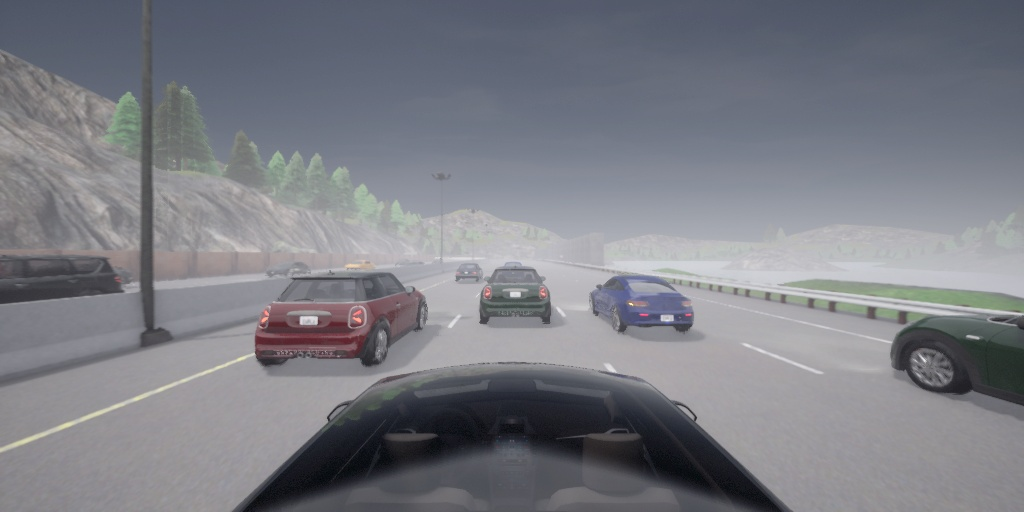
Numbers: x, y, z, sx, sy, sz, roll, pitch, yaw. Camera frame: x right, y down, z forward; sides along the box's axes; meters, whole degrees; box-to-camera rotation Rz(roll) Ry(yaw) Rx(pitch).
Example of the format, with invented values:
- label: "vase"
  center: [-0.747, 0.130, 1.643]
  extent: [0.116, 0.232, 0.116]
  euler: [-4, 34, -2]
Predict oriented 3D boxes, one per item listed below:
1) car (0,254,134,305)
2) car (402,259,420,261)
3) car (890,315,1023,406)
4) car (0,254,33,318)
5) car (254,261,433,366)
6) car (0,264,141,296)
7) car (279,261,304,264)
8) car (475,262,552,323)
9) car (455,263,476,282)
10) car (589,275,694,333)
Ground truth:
- label: "car"
  center: [-14.102, 0.972, 9.648]
  extent: [2.150, 2.045, 5.566]
  euler: [0, 0, 0]
- label: "car"
  center: [-14.082, 1.316, 52.434]
  extent: [1.994, 1.385, 4.181]
  euler: [0, 0, 0]
- label: "car"
  center: [7.099, 1.102, 3.804]
  extent: [2.097, 1.767, 4.553]
  euler: [0, 0, 0]
- label: "car"
  center: [-17.602, 0.972, 9.591]
  extent: [2.150, 2.045, 5.566]
  euler: [0, 0, 0]
- label: "car"
  center: [-3.402, 1.102, 8.126]
  extent: [2.097, 1.767, 4.553]
  euler: [0, 0, 0]
- label: "car"
  center: [-24.602, 1.242, 20.317]
  extent: [2.128, 1.511, 4.902]
  euler: [0, 0, 0]
- label: "car"
  center: [-21.106, 1.258, 34.031]
  extent: [1.837, 1.490, 4.892]
  euler: [0, 0, 0]
- label: "car"
  center: [0.097, 1.103, 12.200]
  extent: [2.097, 1.767, 4.553]
  euler: [0, 0, 0]
- label: "car"
  center: [-3.406, 1.299, 29.174]
  extent: [2.033, 1.411, 5.357]
  euler: [0, 0, 0]
- label: "car"
  center: [3.598, 1.276, 10.610]
  extent: [1.812, 1.442, 4.674]
  euler: [0, 0, 0]
